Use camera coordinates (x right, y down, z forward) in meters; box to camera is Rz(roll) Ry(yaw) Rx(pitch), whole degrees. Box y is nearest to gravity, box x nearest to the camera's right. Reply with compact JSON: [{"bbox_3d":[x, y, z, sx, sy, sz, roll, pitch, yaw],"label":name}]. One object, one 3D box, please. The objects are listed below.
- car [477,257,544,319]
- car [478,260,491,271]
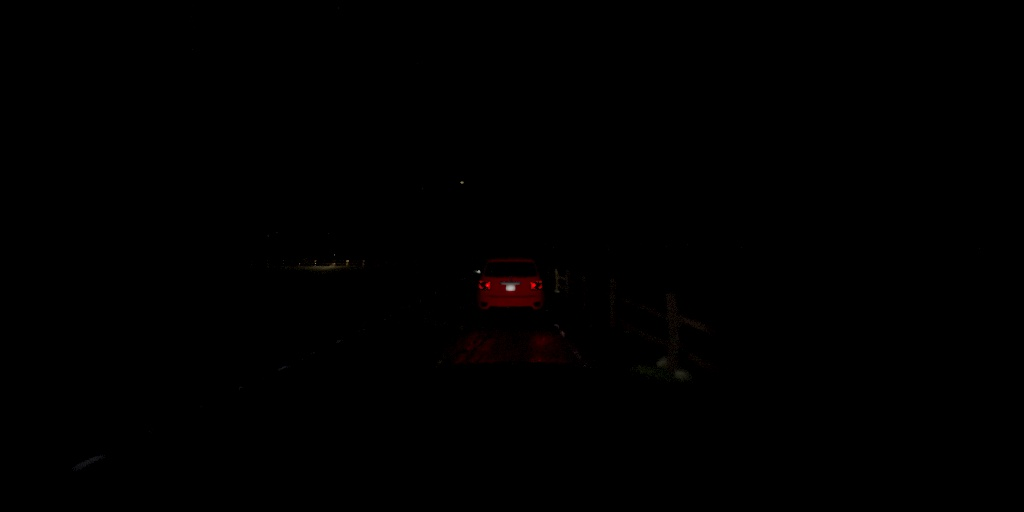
[{"bbox_3d":[-0.052,1.052,13.339,2.150,2.045,5.566,0,0,0],"label":"car"},{"bbox_3d":[-4.637,1.523,60.547,2.097,1.767,4.553,0,0,-3],"label":"car"}]
